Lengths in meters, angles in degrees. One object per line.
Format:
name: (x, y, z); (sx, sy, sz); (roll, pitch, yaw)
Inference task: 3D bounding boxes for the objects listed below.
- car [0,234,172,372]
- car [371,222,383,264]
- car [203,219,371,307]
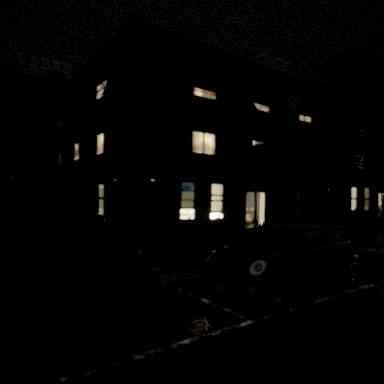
car: (-2.396, 1.447, 4.792); (4.097, 1.590, 1.967); (1, 1, -35)
car: (6.863, 1.688, 11.395); (4.206, 1.307, 1.802); (1, 1, -35)
car: (2.235, 1.496, 8.094); (4.097, 1.590, 1.967); (1, 1, -35)
